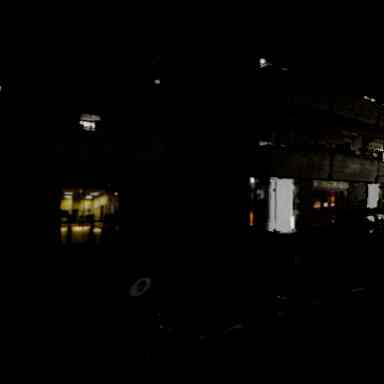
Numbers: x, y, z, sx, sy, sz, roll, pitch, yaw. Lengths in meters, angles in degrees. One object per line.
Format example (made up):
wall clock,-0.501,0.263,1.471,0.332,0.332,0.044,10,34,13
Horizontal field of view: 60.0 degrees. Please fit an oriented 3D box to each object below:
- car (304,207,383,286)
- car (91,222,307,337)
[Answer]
car,4.728,1.410,9.934,5.009,1.841,2.192,1,0,-36
car,0.139,1.479,6.659,4.097,1.590,1.967,1,0,-36
